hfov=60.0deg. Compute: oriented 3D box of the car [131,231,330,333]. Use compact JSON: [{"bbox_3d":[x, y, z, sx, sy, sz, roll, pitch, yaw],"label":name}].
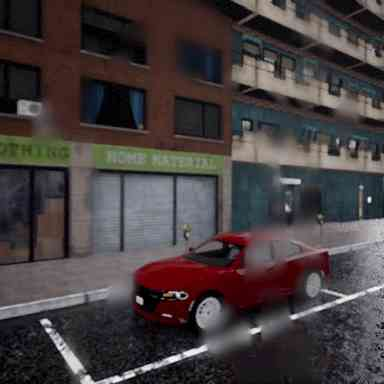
[{"bbox_3d":[0.971,1.532,6.783,4.507,1.381,1.887,0,1,-35],"label":"car"}]
